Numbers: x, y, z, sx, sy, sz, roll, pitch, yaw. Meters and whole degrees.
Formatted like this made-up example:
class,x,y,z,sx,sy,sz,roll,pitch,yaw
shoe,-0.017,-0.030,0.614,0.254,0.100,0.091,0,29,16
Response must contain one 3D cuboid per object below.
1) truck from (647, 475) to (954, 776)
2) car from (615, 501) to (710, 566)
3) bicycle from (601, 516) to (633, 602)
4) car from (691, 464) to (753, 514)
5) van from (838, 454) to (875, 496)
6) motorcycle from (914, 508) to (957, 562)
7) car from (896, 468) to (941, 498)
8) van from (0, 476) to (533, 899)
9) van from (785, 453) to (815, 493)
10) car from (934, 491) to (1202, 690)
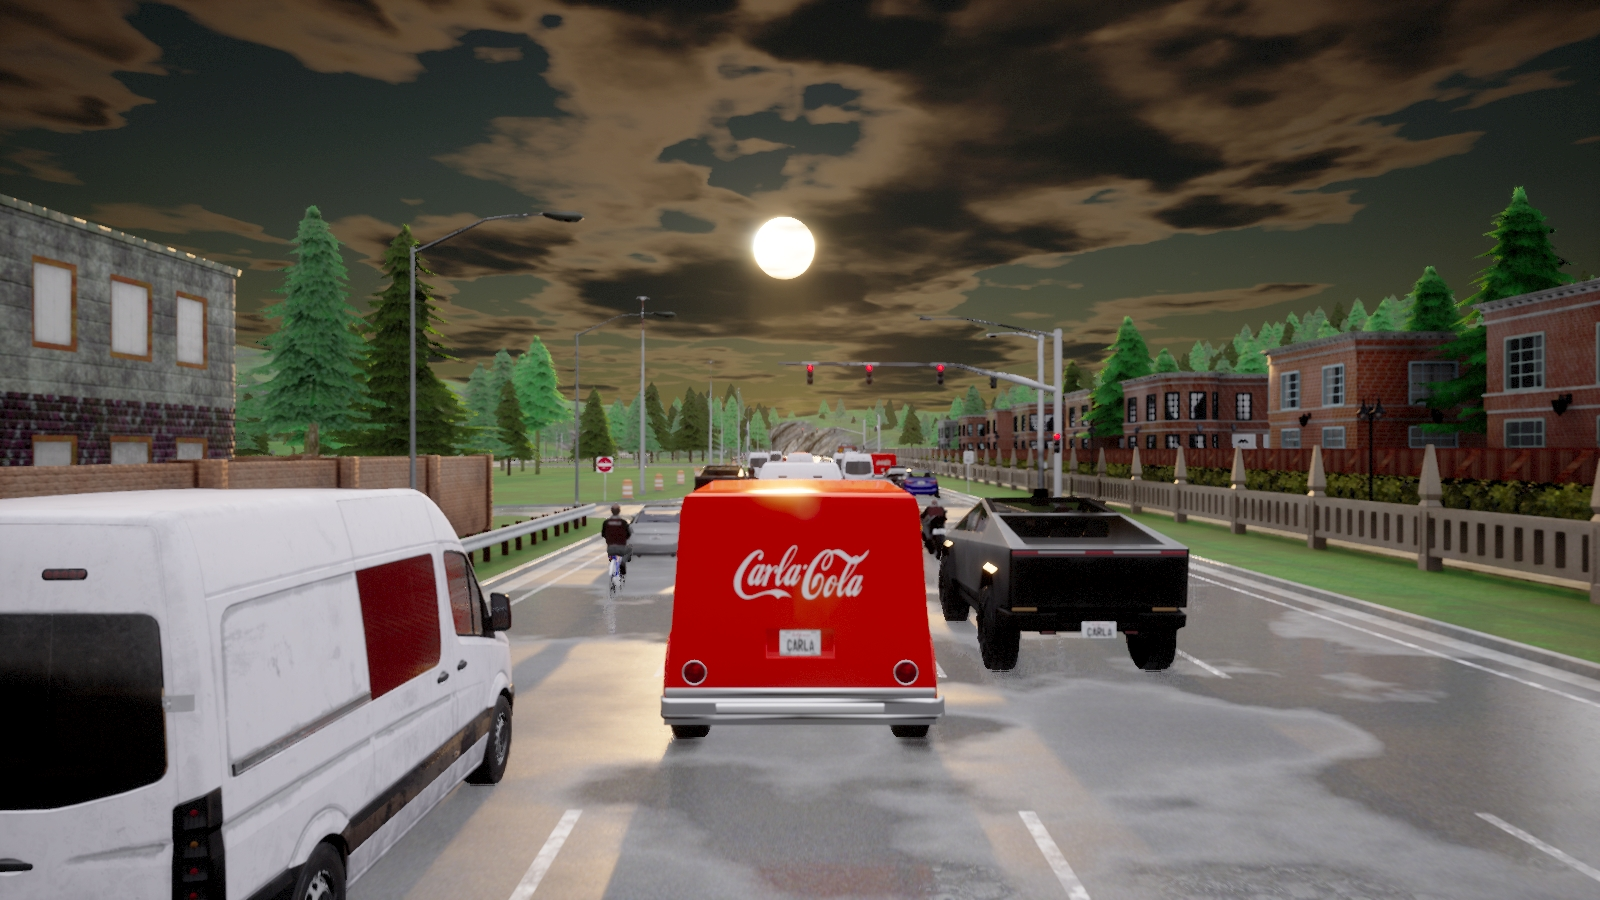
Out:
class,x,y,z,sx,sy,sz,roll,pitch,yaw
truck,0.003,1.563,12.384,2.627,2.467,5.204,0,0,0
car,-3.503,2.111,29.821,1.994,1.385,4.181,0,0,0
bicycle,-3.498,2.054,21.960,0.329,1.471,1.835,0,0,0
car,-3.501,1.740,52.563,2.390,2.098,6.274,0,0,0
van,3.496,1.516,71.715,1.988,2.561,5.915,0,0,0
motorcycle,3.531,2.197,29.981,0.867,1.251,2.209,0,0,0
car,7.001,1.950,67.958,2.242,1.667,4.611,0,0,0
van,-3.502,1.532,7.753,1.988,2.561,5.915,0,0,0
van,-0.002,1.514,76.550,1.988,2.561,5.915,0,0,0
car,3.501,1.749,16.470,2.390,2.098,6.274,0,0,0
